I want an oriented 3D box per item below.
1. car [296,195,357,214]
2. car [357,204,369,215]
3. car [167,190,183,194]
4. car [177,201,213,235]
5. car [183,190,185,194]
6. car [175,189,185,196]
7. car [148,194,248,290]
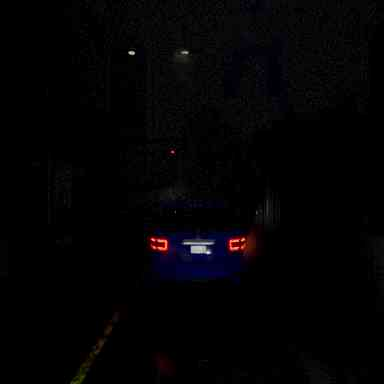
[{"bbox_3d":[12.836,1.181,32.446,5.009,1.841,2.192,1,0,0],"label":"car"},{"bbox_3d":[18.234,1.525,32.436,4.206,1.307,1.802,1,0,0],"label":"car"},{"bbox_3d":[-2.689,0.830,45.206,2.128,1.511,4.902,0,2,-1],"label":"car"},{"bbox_3d":[0.128,1.389,19.168,1.837,1.490,4.892,0,1,0],"label":"car"},{"bbox_3d":[-2.611,0.432,58.243,1.882,1.535,5.008,0,2,0],"label":"car"},{"bbox_3d":[-2.480,0.131,71.308,1.895,1.301,4.718,0,2,0],"label":"car"},{"bbox_3d":[0.116,1.195,9.142,2.150,2.045,5.566,0,0,0],"label":"car"}]
